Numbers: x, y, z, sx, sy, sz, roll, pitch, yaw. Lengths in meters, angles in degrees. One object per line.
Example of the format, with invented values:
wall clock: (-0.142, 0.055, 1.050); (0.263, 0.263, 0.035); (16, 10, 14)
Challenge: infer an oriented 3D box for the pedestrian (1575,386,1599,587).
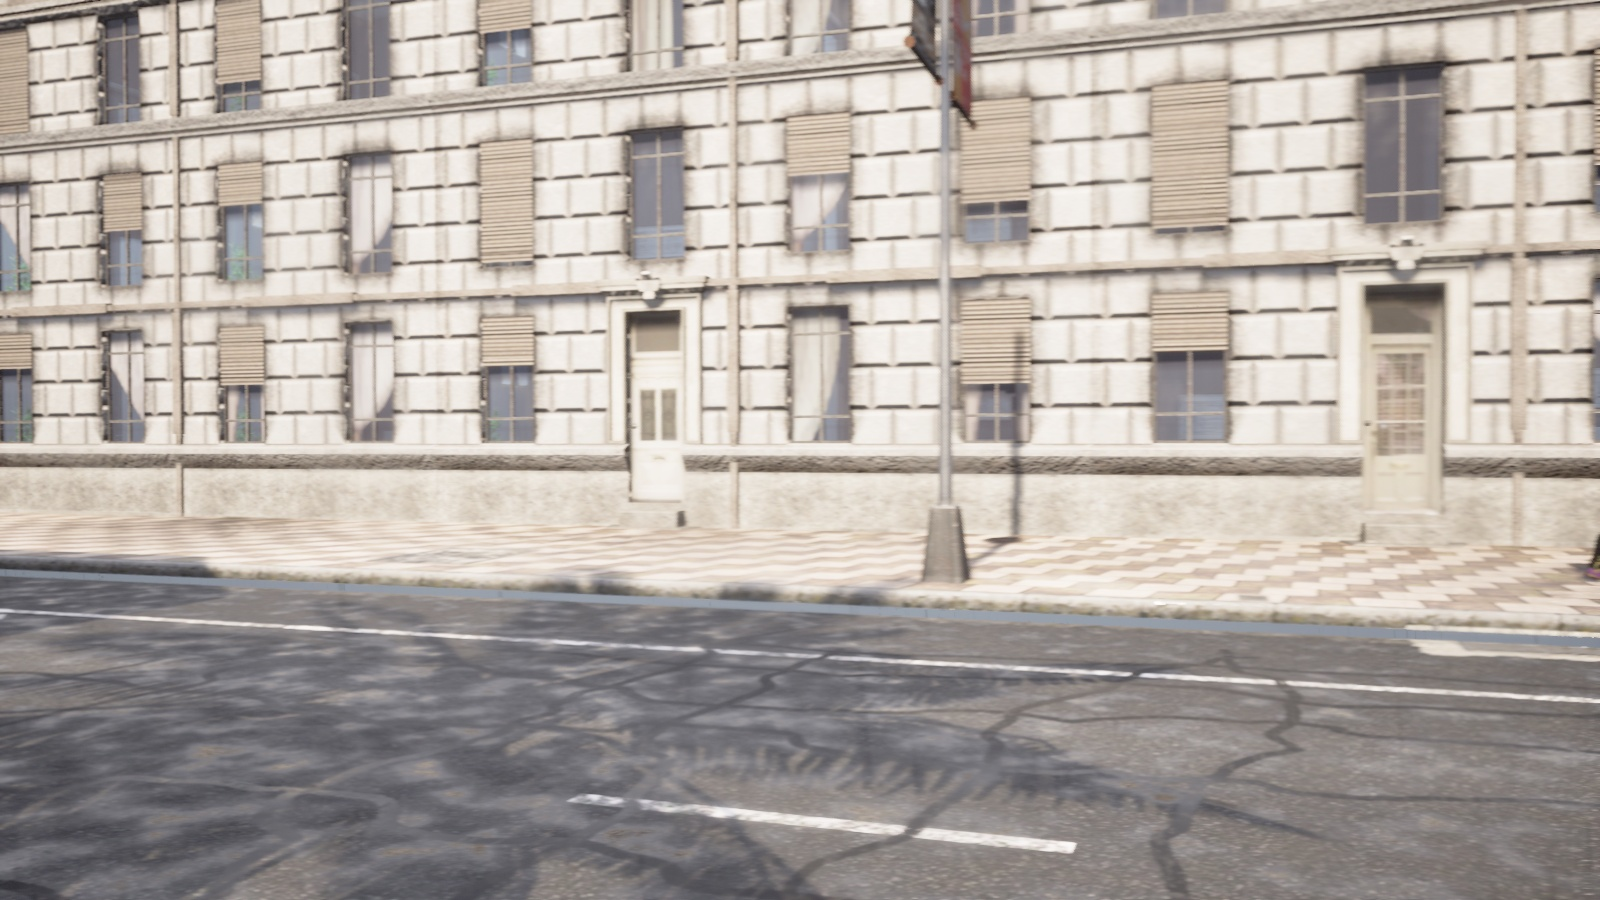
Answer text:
pedestrian: (7.511, 0.331, 11.293); (0.869, 1.805, 0.328); (1, 1, 26)
